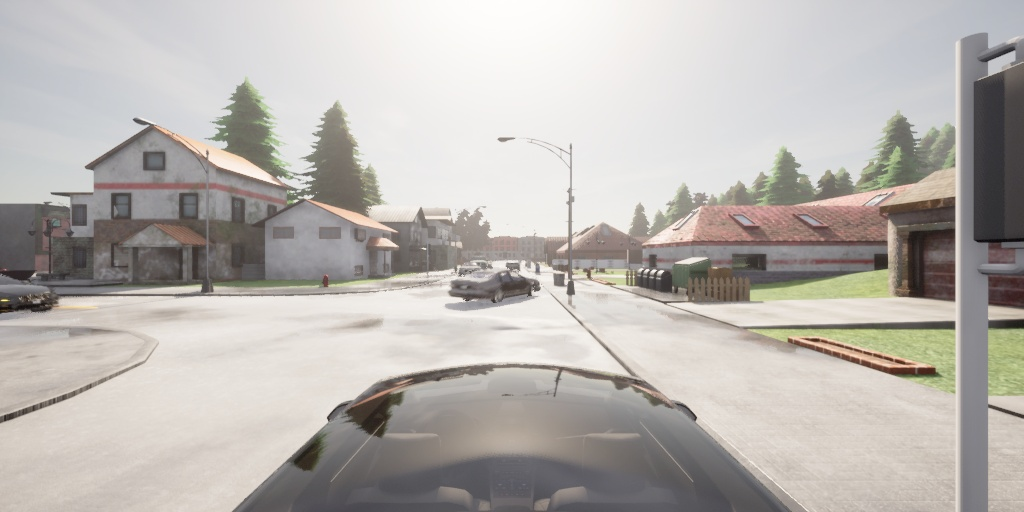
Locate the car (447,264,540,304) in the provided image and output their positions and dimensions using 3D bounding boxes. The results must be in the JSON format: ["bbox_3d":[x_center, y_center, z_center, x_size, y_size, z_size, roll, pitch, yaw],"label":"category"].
[{"bbox_3d":[-0.638,1.297,16.508,2.033,1.411,5.357,0,0,31],"label":"car"}]

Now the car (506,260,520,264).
[{"bbox_3d":[0.112,1.241,48.210,2.128,1.511,4.902,0,0,0],"label":"car"}]

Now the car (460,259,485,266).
[{"bbox_3d":[-4.090,1.314,35.432,1.994,1.385,4.181,0,0,0],"label":"car"}]

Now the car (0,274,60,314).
[{"bbox_3d":[-18.024,1.254,11.773,4.892,1.490,1.837,0,0,0],"label":"car"}]

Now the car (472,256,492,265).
[{"bbox_3d":[-4.088,0.971,44.579,2.150,2.045,5.566,0,0,0],"label":"car"}]

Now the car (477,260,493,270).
[{"bbox_3d":[-4.063,1.313,54.518,1.994,1.385,4.181,0,0,0],"label":"car"}]
